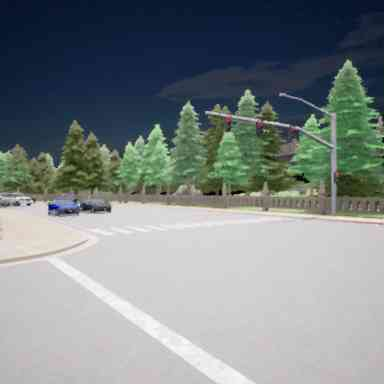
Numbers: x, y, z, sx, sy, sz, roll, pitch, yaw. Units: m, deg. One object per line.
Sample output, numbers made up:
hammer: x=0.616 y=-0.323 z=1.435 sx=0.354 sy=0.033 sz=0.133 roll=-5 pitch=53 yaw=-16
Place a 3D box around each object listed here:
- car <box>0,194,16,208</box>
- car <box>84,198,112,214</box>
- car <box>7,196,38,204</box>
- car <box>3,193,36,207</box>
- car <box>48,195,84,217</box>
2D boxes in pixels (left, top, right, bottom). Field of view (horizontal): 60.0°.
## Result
car: x=-27.421 y=1.447 z=46.512 sx=4.892 sy=1.490 sz=1.837 roll=-1 pitch=0 yaw=29
car: x=-9.621 y=1.333 z=33.311 sx=1.882 sy=1.535 sz=5.008 roll=-1 pitch=0 yaw=-35
car: x=-30.088 y=1.402 z=59.039 sx=4.892 sy=1.490 sz=1.837 roll=0 pitch=0 yaw=15
car: x=-26.400 y=1.138 z=49.970 sx=5.566 sy=2.045 sz=2.150 roll=-1 pitch=0 yaw=27
car: x=-11.723 y=1.367 z=30.242 sx=1.882 sy=1.535 sz=5.008 roll=-1 pitch=0 yaw=-35
